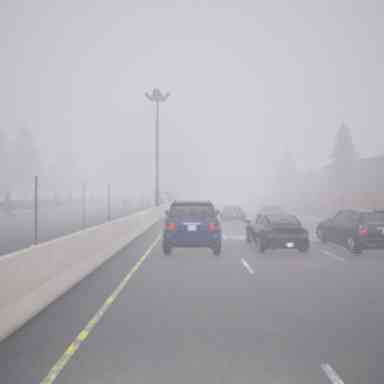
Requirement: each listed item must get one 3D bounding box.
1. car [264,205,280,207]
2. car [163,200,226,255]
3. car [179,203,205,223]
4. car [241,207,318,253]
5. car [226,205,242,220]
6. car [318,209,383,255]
[{"bbox_3d":[7.008,1.836,29.280,1.994,1.385,4.181,0,0,0],"label":"car"},{"bbox_3d":[0.003,1.348,14.021,2.150,2.045,5.566,0,0,0],"label":"car"},{"bbox_3d":[0.007,1.765,29.294,2.128,1.511,4.902,0,0,0],"label":"car"},{"bbox_3d":[3.506,1.641,14.301,1.837,1.490,4.892,0,0,0],"label":"car"},{"bbox_3d":[3.509,1.837,29.293,1.994,1.385,4.181,0,0,0],"label":"car"},{"bbox_3d":[7.005,1.481,14.085,2.097,1.767,4.553,0,-1,0],"label":"car"}]
